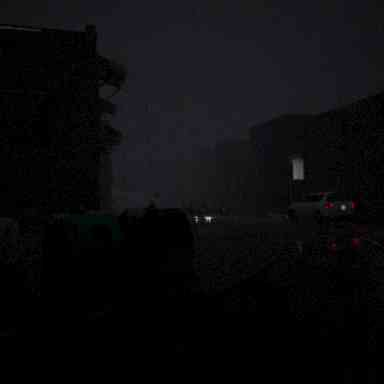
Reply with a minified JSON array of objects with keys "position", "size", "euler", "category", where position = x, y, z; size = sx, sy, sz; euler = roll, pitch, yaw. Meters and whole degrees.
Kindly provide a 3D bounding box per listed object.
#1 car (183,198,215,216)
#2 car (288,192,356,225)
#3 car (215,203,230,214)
[{"position":[0.506,1.804,40.476],"size":[2.150,2.045,5.566],"euler":[-2,-1,-16],"category":"car"},{"position":[8.582,1.048,22.541],"size":[2.150,2.045,5.566],"euler":[-2,-1,-10],"category":"car"},{"position":[3.305,2.069,42.322],"size":[1.994,1.385,4.181],"euler":[-2,-2,-16],"category":"car"}]
